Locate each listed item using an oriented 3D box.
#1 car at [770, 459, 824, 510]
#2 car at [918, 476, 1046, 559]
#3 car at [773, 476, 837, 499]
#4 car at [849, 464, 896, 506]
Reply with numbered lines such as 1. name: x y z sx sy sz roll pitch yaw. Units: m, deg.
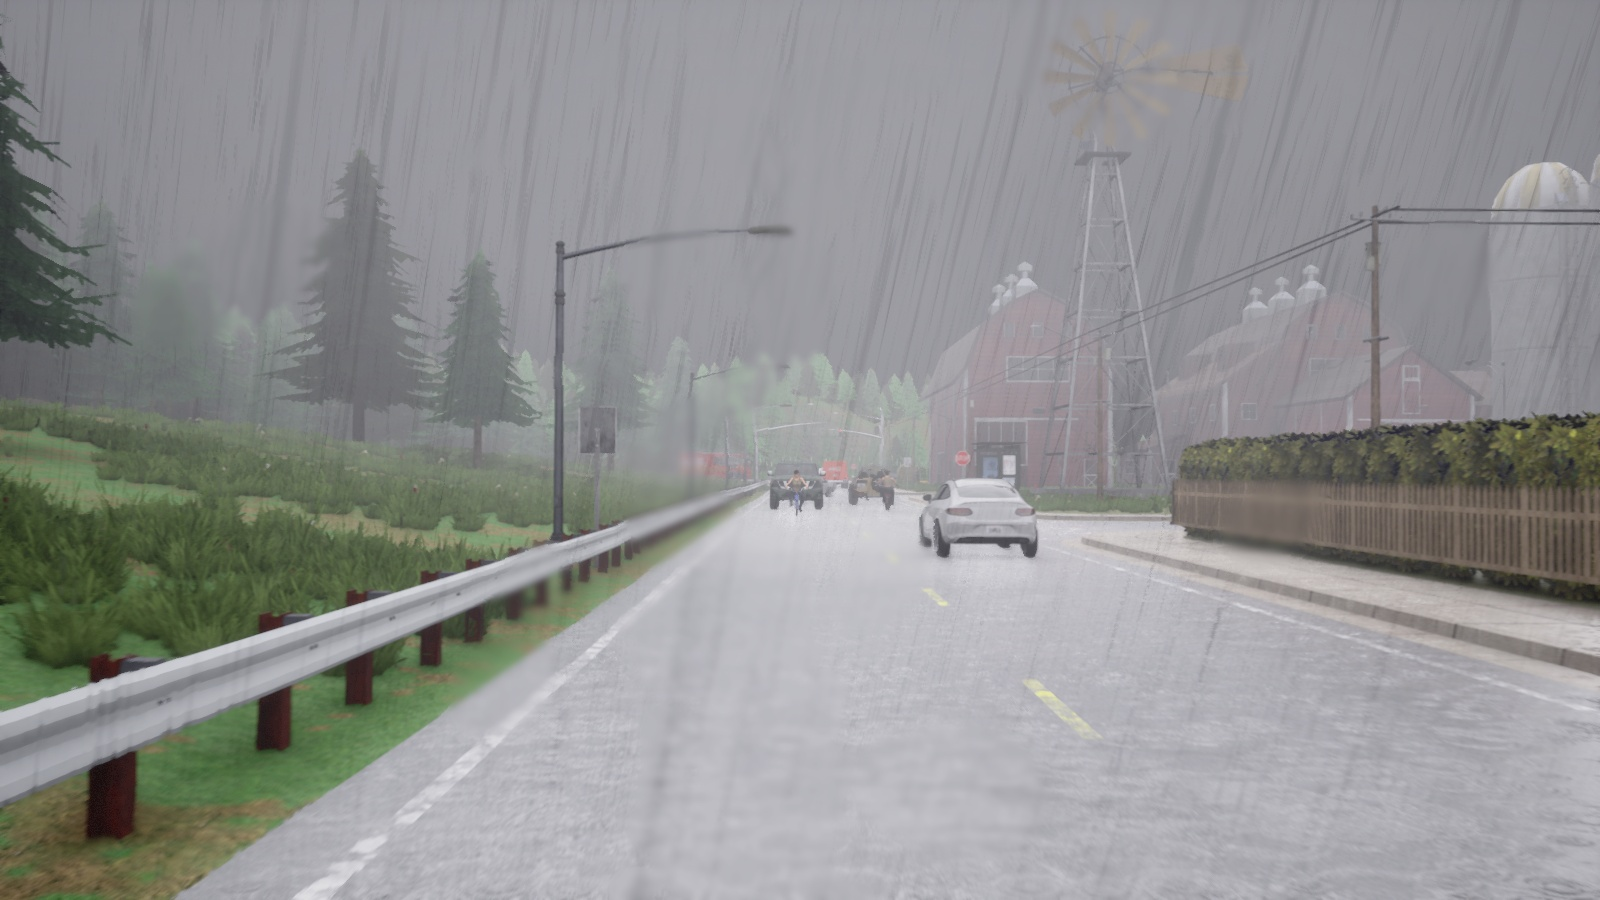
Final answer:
1. car: -0.130 1.445 53.396 2.150 2.045 5.566 0 -1 0
2. car: 3.440 1.245 24.532 1.812 1.442 4.674 0 -1 0
3. car: 0.340 2.190 74.856 1.895 1.301 4.718 -1 -1 26
4. car: 3.356 1.621 58.807 1.932 1.855 4.605 0 -1 0
